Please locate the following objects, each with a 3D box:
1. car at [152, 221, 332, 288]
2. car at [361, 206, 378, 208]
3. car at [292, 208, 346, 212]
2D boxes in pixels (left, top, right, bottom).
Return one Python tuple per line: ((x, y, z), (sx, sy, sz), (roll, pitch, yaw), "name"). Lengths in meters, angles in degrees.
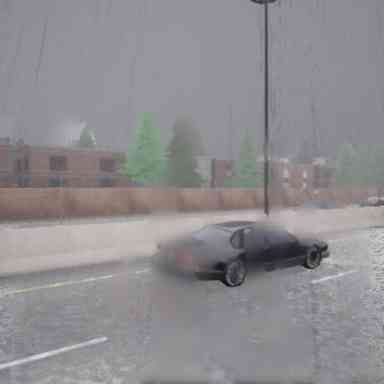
((1.572, 1.512, 9.170), (5.357, 1.411, 2.033), (0, 0, -36), "car")
((23.213, 1.288, 42.044), (4.674, 1.442, 1.812), (0, 0, -35), "car")
((8.691, 1.238, 23.081), (4.553, 1.767, 2.097), (-1, 0, -35), "car")
